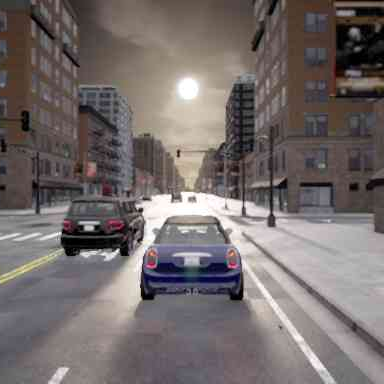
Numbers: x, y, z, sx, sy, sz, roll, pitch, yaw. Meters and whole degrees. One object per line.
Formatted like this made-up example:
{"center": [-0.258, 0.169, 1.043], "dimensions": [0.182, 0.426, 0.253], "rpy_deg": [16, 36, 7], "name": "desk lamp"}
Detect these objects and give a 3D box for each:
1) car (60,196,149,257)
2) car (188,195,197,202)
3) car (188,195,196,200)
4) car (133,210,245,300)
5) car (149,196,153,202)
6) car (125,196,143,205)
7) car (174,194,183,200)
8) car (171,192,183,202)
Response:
{"center": [-3.189, 1.200, 12.917], "dimensions": [2.150, 2.045, 5.566], "rpy_deg": [0, 0, 0], "name": "car"}
{"center": [0.040, 1.398, 69.874], "dimensions": [2.128, 1.511, 4.902], "rpy_deg": [0, 0, 0], "name": "car"}
{"center": [0.046, 1.320, 80.324], "dimensions": [1.895, 1.301, 4.718], "rpy_deg": [0, 0, 0], "name": "car"}
{"center": [0.013, 1.338, 8.490], "dimensions": [2.097, 1.767, 4.553], "rpy_deg": [0, 0, 0], "name": "car"}
{"center": [-9.709, 1.430, 72.227], "dimensions": [1.895, 1.301, 4.718], "rpy_deg": [0, 0, 0], "name": "car"}
{"center": [-9.773, 1.448, 56.700], "dimensions": [2.033, 1.411, 5.357], "rpy_deg": [0, 0, 1], "name": "car"}
{"center": [-3.204, 1.226, 80.295], "dimensions": [1.837, 1.490, 4.892], "rpy_deg": [0, 0, 0], "name": "car"}
{"center": [-3.210, 1.098, 69.905], "dimensions": [2.150, 2.045, 5.566], "rpy_deg": [0, 0, 0], "name": "car"}
